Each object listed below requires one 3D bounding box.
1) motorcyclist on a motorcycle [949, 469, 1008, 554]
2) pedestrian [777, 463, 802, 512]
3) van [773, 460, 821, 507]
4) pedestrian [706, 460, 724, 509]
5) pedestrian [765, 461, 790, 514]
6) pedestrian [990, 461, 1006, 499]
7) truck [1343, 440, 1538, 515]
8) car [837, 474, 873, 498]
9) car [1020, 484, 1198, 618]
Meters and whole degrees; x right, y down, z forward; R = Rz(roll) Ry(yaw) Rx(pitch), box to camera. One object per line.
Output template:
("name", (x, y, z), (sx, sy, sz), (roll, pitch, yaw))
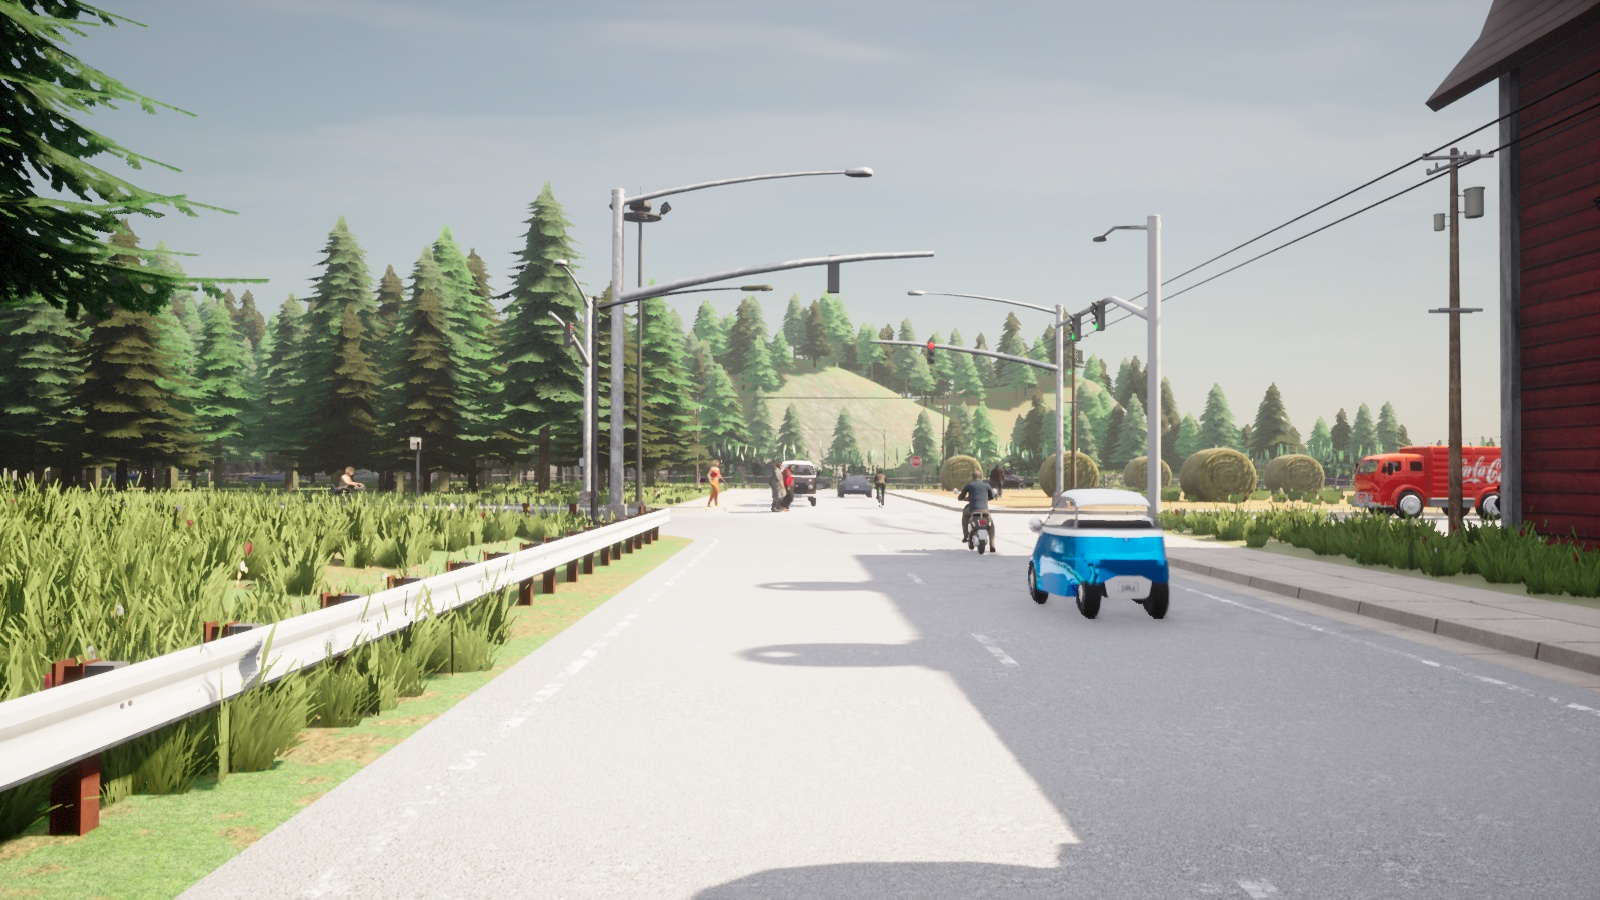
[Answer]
("motorcyclist on a motorcycle", (3.437, 1.164, 24.370), (0.866, 1.590, 1.817), (0, -1, 0))
("pedestrian", (-0.405, 1.409, 47.453), (0.899, 1.844, 0.634), (0, -1, 2))
("van", (-0.145, 1.487, 56.435), (2.069, 2.038, 4.480), (0, -1, 0))
("pedestrian", (-3.211, 1.290, 47.526), (0.594, 1.836, 0.345), (-1, -1, 26))
("pedestrian", (-0.817, 1.374, 46.499), (0.873, 1.952, 0.659), (0, -1, 4))
("pedestrian", (9.714, 1.447, 61.481), (0.634, 1.844, 0.899), (-1, -1, 17))
("truck", (21.541, 0.924, 42.414), (5.204, 2.467, 2.627), (0, -1, -1))
("car", (3.307, 2.140, 75.800), (1.994, 1.385, 4.181), (0, -1, 0))
("car", (3.463, 1.098, 14.389), (1.481, 1.376, 2.207), (0, -1, 0))
